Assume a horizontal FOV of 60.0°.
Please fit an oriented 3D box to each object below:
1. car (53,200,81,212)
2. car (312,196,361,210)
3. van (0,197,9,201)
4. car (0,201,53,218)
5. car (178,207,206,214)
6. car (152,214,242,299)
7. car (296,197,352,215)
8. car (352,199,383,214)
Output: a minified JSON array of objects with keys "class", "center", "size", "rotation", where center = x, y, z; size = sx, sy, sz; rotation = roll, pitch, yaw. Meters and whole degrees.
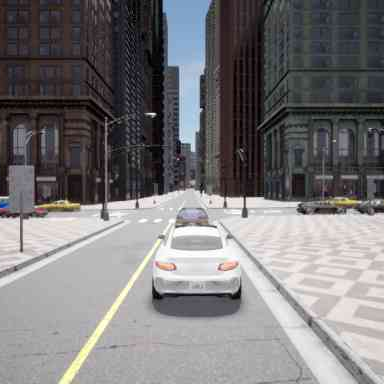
[{"class":"car","center":[-15.465,1.584,38.669],"size":[4.829,1.417,1.752],"rotation":[-1,1,0]},{"class":"car","center":[16.716,1.232,38.619],"size":[4.829,1.417,1.752],"rotation":[-1,1,0]},{"class":"van","center":[-20.977,1.456,38.673],"size":[3.998,1.788,1.690],"rotation":[-1,1,0]},{"class":"car","center":[-15.298,1.727,30.145],"size":[4.206,1.307,1.802],"rotation":[-1,1,0]},{"class":"car","center":[0.021,1.533,17.878],"size":[2.033,1.411,5.357],"rotation":[0,0,1]},{"class":"car","center":[0.096,1.521,8.288],"size":[1.812,1.442,4.674],"rotation":[0,0,0]},{"class":"car","center":[11.670,1.418,30.103],"size":[4.313,1.339,1.947],"rotation":[-1,1,0]},{"class":"car","center":[17.049,1.341,30.094],"size":[4.403,1.369,2.008],"rotation":[-1,1,0]}]
